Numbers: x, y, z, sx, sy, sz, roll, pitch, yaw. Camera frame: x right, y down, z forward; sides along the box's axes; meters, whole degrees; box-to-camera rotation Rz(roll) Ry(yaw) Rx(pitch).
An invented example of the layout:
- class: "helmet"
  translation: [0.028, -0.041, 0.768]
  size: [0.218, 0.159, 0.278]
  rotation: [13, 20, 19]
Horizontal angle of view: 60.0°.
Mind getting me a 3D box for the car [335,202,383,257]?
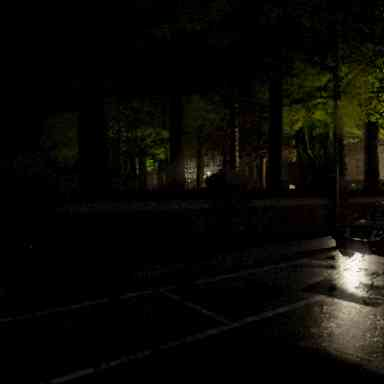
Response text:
- class: "car"
  translation: [7.107, 1.285, 11.602]
  size: [5.009, 1.841, 2.192]
  rotation: [0, 0, -35]
